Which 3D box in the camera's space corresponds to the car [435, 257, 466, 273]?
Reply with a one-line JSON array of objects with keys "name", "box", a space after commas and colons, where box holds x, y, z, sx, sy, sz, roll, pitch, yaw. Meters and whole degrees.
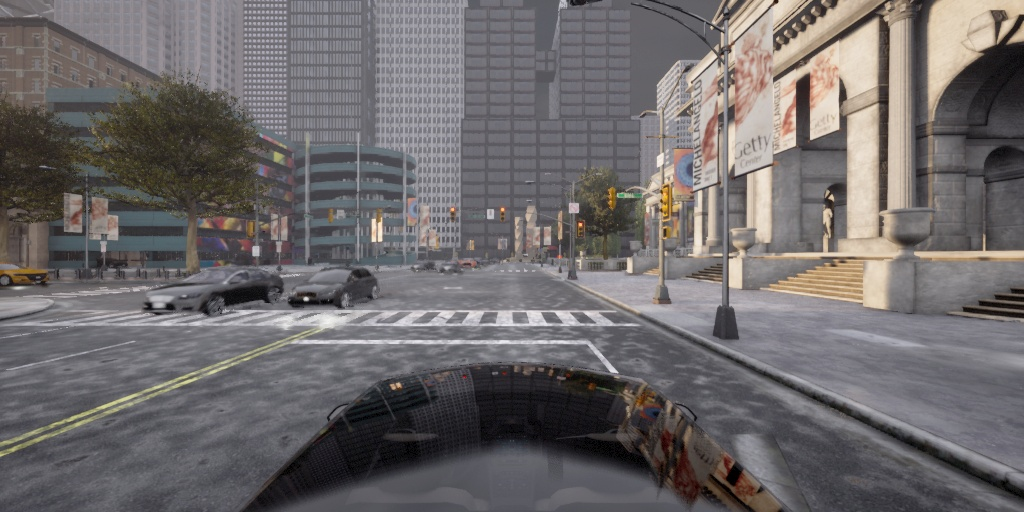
[{"name": "car", "box": [-7.031, 1.191, 41.349, 2.128, 1.511, 4.902, 0, 0, 0]}]

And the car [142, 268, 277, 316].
[{"name": "car", "box": [-10.578, 1.213, 13.206, 2.128, 1.511, 4.902, 0, 0, 0]}]

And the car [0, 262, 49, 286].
[{"name": "car", "box": [-34.048, 1.150, 23.824, 5.008, 1.535, 1.882, 0, 0, -1]}]

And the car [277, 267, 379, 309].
[{"name": "car", "box": [-7.076, 1.231, 14.767, 1.837, 1.490, 4.892, 0, 0, 0]}]

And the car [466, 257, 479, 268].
[{"name": "car", "box": [-6.998, 1.035, 58.375, 2.097, 1.767, 4.553, 0, 0, 0]}]

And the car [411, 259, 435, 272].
[{"name": "car", "box": [-11.174, 1.179, 45.548, 2.128, 1.511, 4.902, 0, 0, 9]}]
